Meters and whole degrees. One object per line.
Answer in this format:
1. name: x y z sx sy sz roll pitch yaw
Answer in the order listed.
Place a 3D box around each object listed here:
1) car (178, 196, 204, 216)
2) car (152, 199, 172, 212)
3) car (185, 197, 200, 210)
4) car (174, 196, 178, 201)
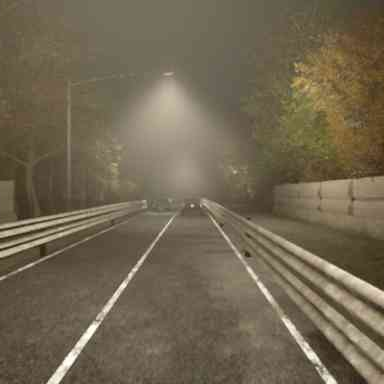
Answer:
1. car: 0.030 1.283 31.769 2.097 1.767 4.553 0 0 0
2. car: -3.318 1.480 37.353 1.812 1.442 4.674 0 0 0
3. car: 0.074 1.514 45.092 1.837 1.490 4.892 0 0 1
4. car: -3.196 1.558 78.707 2.097 1.767 4.553 0 -1 0
